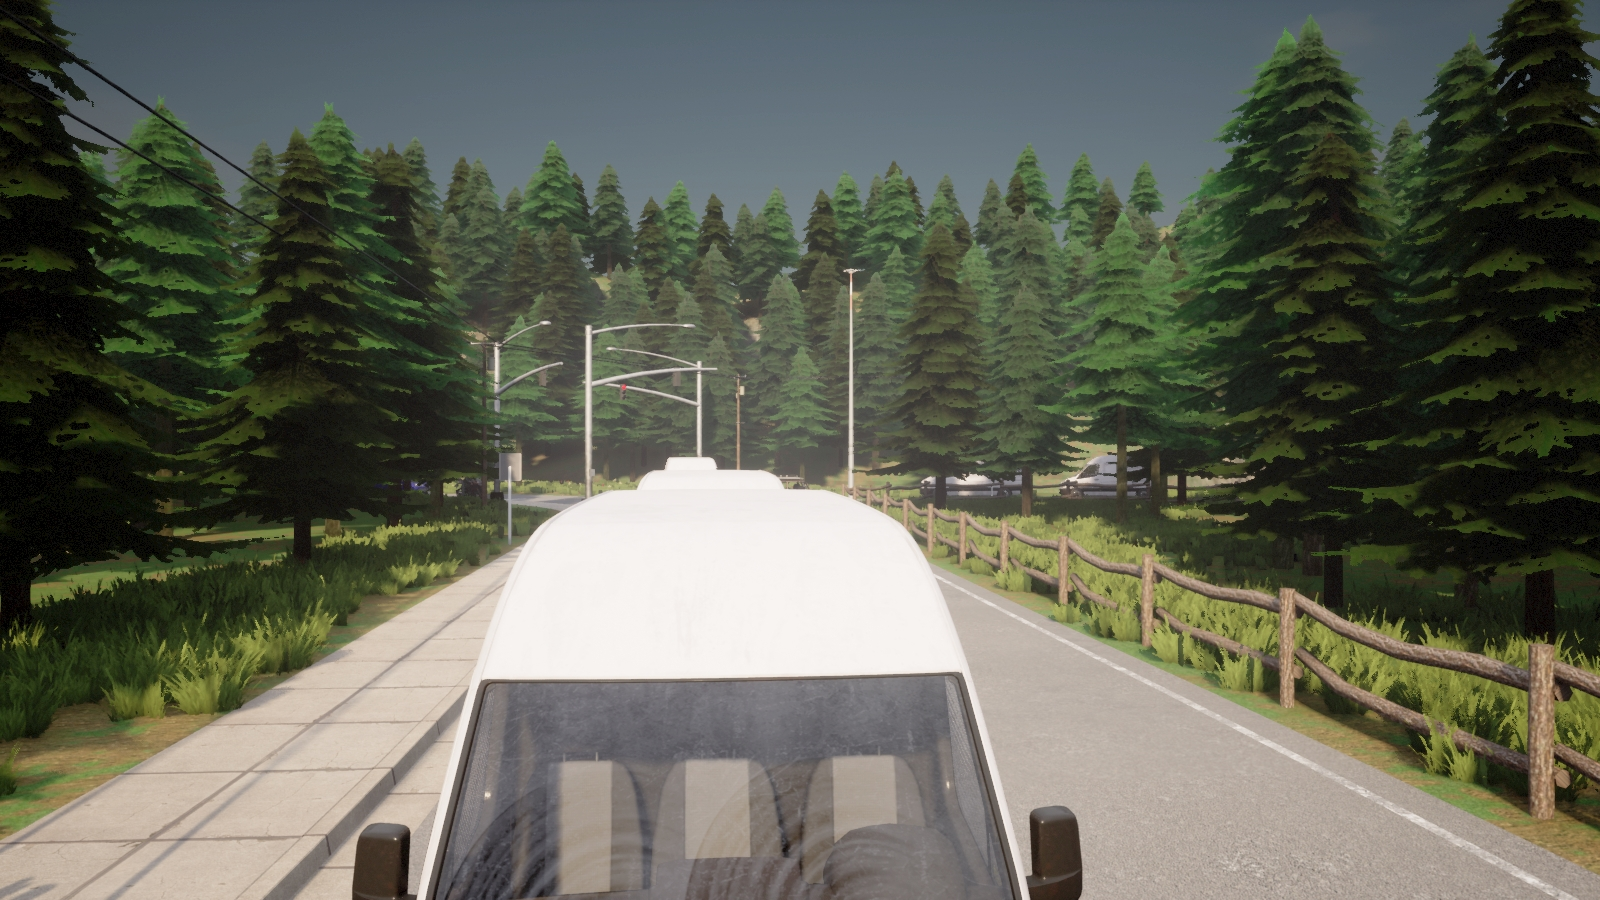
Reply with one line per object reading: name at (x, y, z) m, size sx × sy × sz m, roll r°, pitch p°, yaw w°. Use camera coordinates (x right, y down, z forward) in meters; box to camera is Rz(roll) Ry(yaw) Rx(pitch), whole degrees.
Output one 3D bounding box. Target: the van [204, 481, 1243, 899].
van at (-0.347, 1.499, 5.139) m, size 1.988 × 2.561 × 5.915 m, roll 0°, pitch 0°, yaw -5°
